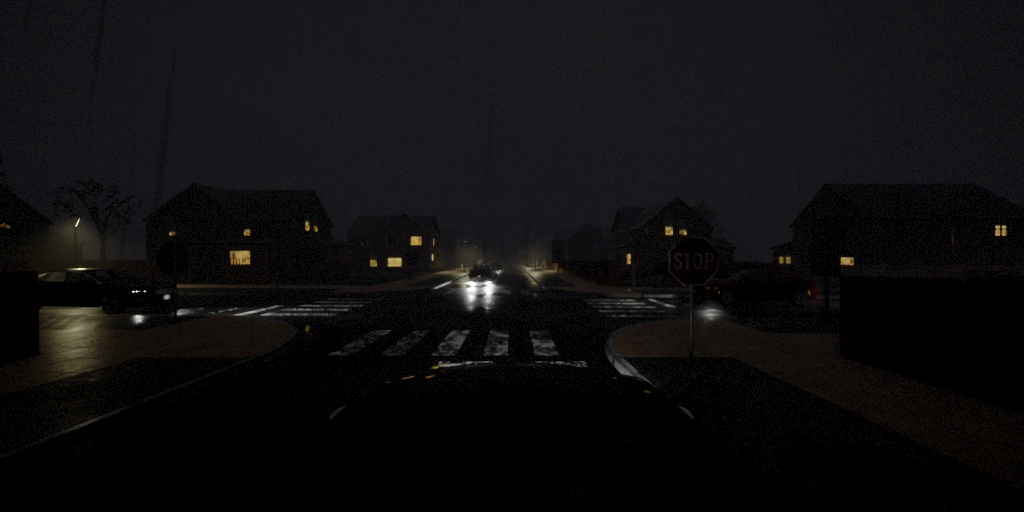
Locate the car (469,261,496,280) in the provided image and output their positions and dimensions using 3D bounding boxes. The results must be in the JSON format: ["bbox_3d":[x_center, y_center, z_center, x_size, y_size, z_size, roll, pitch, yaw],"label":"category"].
[{"bbox_3d":[-2.728,1.401,31.989,1.895,1.301,4.718,0,0,0],"label":"car"}]

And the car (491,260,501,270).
[{"bbox_3d":[-2.714,1.331,55.234,1.994,1.385,4.181,0,0,0],"label":"car"}]

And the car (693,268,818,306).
[{"bbox_3d":[10.473,1.294,15.710,5.008,1.535,1.882,0,0,-2],"label":"car"}]

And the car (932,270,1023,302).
[{"bbox_3d":[20.769,1.369,15.768,4.902,1.511,2.128,0,0,0],"label":"car"}]

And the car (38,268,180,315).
[{"bbox_3d":[-14.729,1.187,12.748,4.902,1.511,2.128,0,0,0],"label":"car"}]
